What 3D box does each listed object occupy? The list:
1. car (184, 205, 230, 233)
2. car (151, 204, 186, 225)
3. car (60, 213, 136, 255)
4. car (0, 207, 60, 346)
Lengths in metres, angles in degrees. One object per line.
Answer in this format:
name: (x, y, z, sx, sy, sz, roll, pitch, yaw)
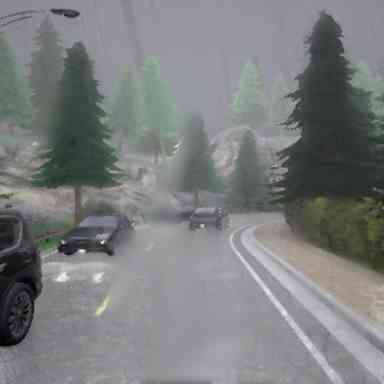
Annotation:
car: (1.157, 1.602, 20.488, 1.837, 1.490, 4.892, -1, -1, 14)
car: (-0.962, 1.668, 25.459, 2.033, 1.411, 5.357, 0, 0, 26)
car: (-3.637, 1.613, 13.821, 2.033, 1.411, 5.357, 0, 0, 1)
car: (-3.607, 1.239, 3.467, 2.150, 2.045, 5.566, 0, 0, 0)
